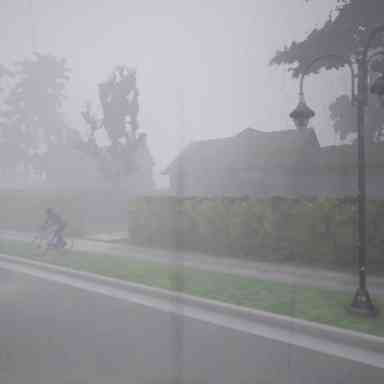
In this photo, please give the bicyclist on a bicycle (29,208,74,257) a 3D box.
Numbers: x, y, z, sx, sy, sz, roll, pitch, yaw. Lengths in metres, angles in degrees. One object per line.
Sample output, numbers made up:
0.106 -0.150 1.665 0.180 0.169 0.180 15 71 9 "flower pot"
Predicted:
-4.805 1.370 11.477 0.582 1.620 1.656 0 -1 36 "bicyclist on a bicycle"
